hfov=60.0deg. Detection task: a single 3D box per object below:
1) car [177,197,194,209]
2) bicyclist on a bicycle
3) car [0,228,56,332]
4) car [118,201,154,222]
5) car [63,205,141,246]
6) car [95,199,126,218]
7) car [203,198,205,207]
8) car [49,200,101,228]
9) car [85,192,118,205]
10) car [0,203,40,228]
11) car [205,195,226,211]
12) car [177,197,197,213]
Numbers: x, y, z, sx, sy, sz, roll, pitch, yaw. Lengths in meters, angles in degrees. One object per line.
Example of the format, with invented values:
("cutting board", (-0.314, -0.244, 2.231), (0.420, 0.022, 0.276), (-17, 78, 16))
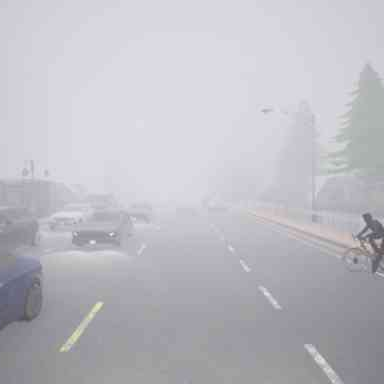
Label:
("car", (-0.833, 1.425, 44.769), (2.128, 1.511, 4.902), (0, 0, -1))
("bicyclist on a bicycle", (4.927, 1.400, 9.065), (1.656, 1.620, 0.582), (0, 0, -1))
("car", (-3.631, 1.519, 4.505), (1.812, 1.442, 4.674), (0, 0, -1))
("car", (-4.060, 1.509, 26.071), (2.033, 1.411, 5.357), (0, 0, -1))
("car", (-3.862, 1.525, 15.348), (2.033, 1.411, 5.357), (0, 0, -2))
("car", (-7.642, 1.515, 31.489), (1.812, 1.442, 4.674), (0, 1, -1))
("car", (2.639, 1.280, 48.369), (2.097, 1.767, 4.553), (0, 0, 0))
("car", (-7.463, 1.495, 21.240), (1.812, 1.442, 4.674), (0, 0, -1))
("car", (-7.488, 1.120, 26.755), (2.150, 2.045, 5.566), (0, 3, -1))
("car", (-7.296, 1.336, 11.923), (2.097, 1.767, 4.553), (0, 0, -1))
("car", (2.846, 1.467, 39.154), (1.812, 1.442, 4.674), (0, 0, -1))
("car", (-0.599, 1.473, 35.514), (1.812, 1.442, 4.674), (0, 0, -1))
